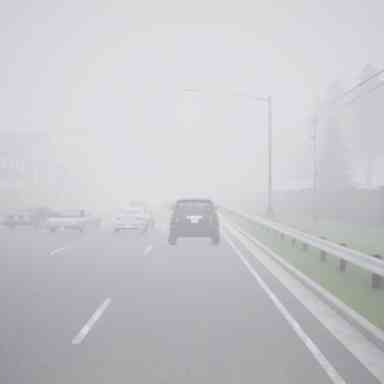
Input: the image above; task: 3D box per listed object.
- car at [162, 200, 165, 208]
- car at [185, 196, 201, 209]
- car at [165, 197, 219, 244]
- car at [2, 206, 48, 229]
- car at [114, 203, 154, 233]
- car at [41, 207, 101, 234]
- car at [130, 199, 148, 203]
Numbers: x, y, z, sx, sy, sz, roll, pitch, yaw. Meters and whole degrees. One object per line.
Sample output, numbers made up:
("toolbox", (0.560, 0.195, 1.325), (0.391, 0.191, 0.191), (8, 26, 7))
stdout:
("car", (-3.392, 1.767, 50.588), (1.895, 1.301, 4.718), (0, 0, 0))
("car", (0.109, 1.508, 47.546), (2.097, 1.767, 4.553), (0, 0, 0))
("car", (0.103, 1.276, 16.239), (2.150, 2.045, 5.566), (0, 0, 0))
("car", (-10.394, 1.621, 22.177), (2.033, 1.411, 5.357), (0, 0, 0))
("car", (-3.393, 1.592, 19.952), (1.812, 1.442, 4.674), (0, 0, 0))
("car", (-6.897, 1.667, 19.909), (1.895, 1.301, 4.718), (0, 0, 0))
("car", (-6.891, 1.620, 43.315), (1.882, 1.535, 5.008), (0, 0, 0))
